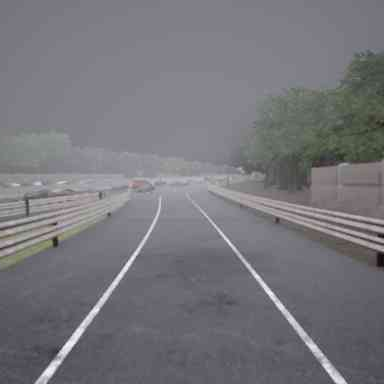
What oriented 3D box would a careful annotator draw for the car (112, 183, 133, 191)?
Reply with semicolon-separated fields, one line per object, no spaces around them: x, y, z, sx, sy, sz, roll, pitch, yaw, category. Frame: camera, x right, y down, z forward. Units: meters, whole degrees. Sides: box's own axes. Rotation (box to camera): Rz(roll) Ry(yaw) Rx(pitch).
-13.587;-0.968;63.491;1.994;1.385;4.181;0;3;15;car

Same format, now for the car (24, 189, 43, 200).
-19.184;0.258;42.188;1.994;1.385;4.181;0;3;15;car

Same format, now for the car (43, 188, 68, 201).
-15.799;0.249;41.299;1.812;1.442;4.674;0;3;15;car

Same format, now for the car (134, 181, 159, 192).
-7.829;-0.690;57.850;1.994;1.385;4.181;0;3;15;car

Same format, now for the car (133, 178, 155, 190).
-9.681;-1.396;64.561;2.150;2.045;5.566;0;3;15;car

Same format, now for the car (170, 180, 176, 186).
-4.095;-2.289;85.826;2.033;1.411;5.357;0;3;15;car

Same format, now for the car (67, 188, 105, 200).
-12.411;0.243;40.414;2.128;1.511;4.902;0;3;15;car

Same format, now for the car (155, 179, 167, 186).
-8.000;-2.390;84.731;2.097;1.767;4.553;0;3;15;car

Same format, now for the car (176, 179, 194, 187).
-1.731;-2.026;81.052;1.994;1.385;4.181;0;3;15;car
